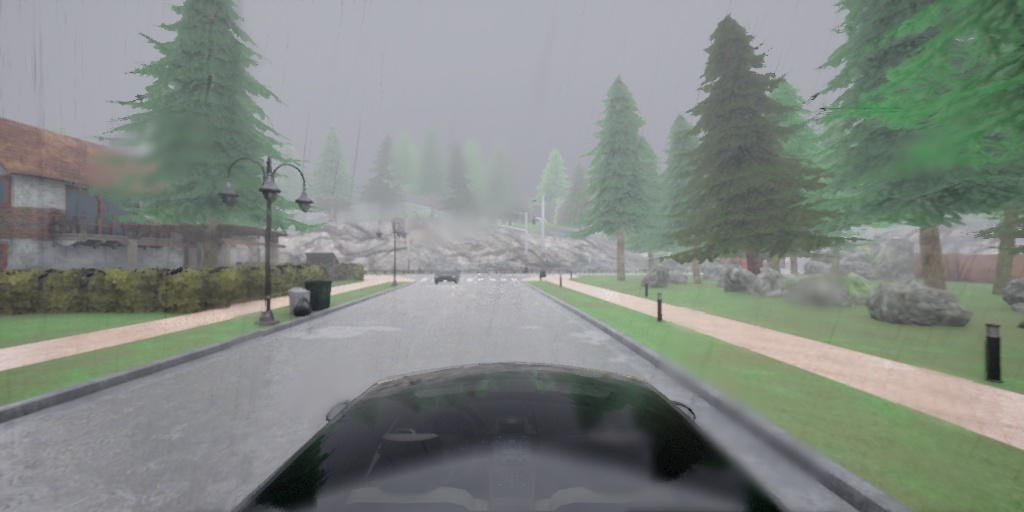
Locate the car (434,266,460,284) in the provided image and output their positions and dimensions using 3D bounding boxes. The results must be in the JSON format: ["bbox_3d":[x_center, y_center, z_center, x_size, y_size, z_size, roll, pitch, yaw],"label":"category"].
[{"bbox_3d":[-5.399,1.584,30.440,2.033,1.411,5.357,0,-1,-5],"label":"car"}]

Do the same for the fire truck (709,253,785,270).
[{"bbox_3d":[30.040,0.250,45.953,8.468,3.827,2.891,0,-1,-5],"label":"fire truck"}]
